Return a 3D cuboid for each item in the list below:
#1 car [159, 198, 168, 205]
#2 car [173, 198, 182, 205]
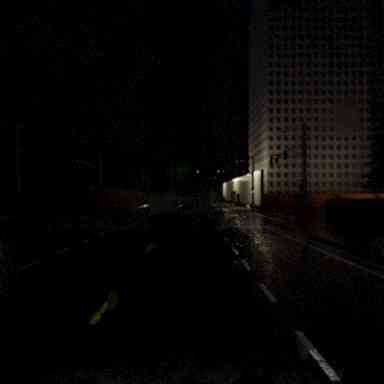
[{"bbox_3d":[-7.004,2.328,81.392,2.128,1.511,4.902,0,-1,0],"label":"car"},{"bbox_3d":[-3.504,2.303,81.392,1.837,1.490,4.892,0,-1,0],"label":"car"}]
